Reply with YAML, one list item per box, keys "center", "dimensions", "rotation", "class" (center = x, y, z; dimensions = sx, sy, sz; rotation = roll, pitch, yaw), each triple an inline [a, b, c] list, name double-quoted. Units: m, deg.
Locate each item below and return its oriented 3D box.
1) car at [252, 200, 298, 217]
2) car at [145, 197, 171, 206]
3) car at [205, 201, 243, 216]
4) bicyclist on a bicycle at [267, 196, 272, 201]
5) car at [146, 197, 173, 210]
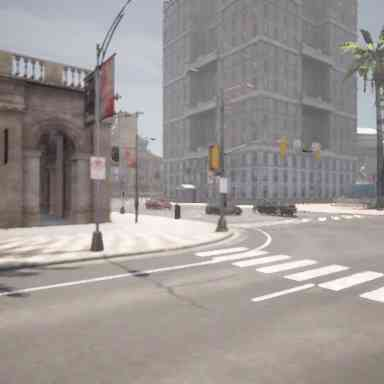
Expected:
- center: [8.119, 1.581, 32.950]
  dimensions: [1.837, 1.490, 4.892]
  rotation: [0, 0, -35]
  class: "car"
- center: [-6.059, 1.635, 58.639]
  dimensions: [2.033, 1.411, 5.357]
  rotation: [0, 0, -36]
  class: "car"
- center: [3.187, 1.630, 33.598]
  dimensions: [1.994, 1.385, 4.181]
  rotation: [0, 0, -36]
  class: "car"
- center: [11.002, 1.410, 47.551]
  dimensions: [1.656, 1.620, 0.582]
  rotation: [0, 0, -36]
  class: "bicyclist on a bicycle"
- center: [-4.445, 1.593, 44.234]
  dimensions: [1.812, 1.442, 4.674]
  rotation: [0, 0, -36]
  class: "car"
